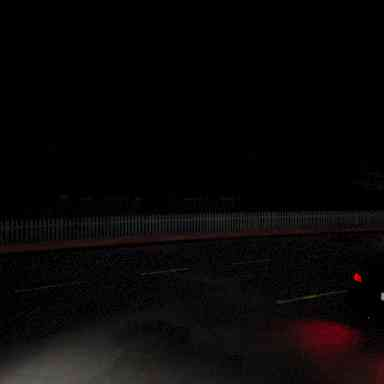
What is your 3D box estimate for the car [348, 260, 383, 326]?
[{"bbox_3d":[4.804,1.564,5.766,4.181,1.385,1.994,0,0,-24],"label":"car"}]
